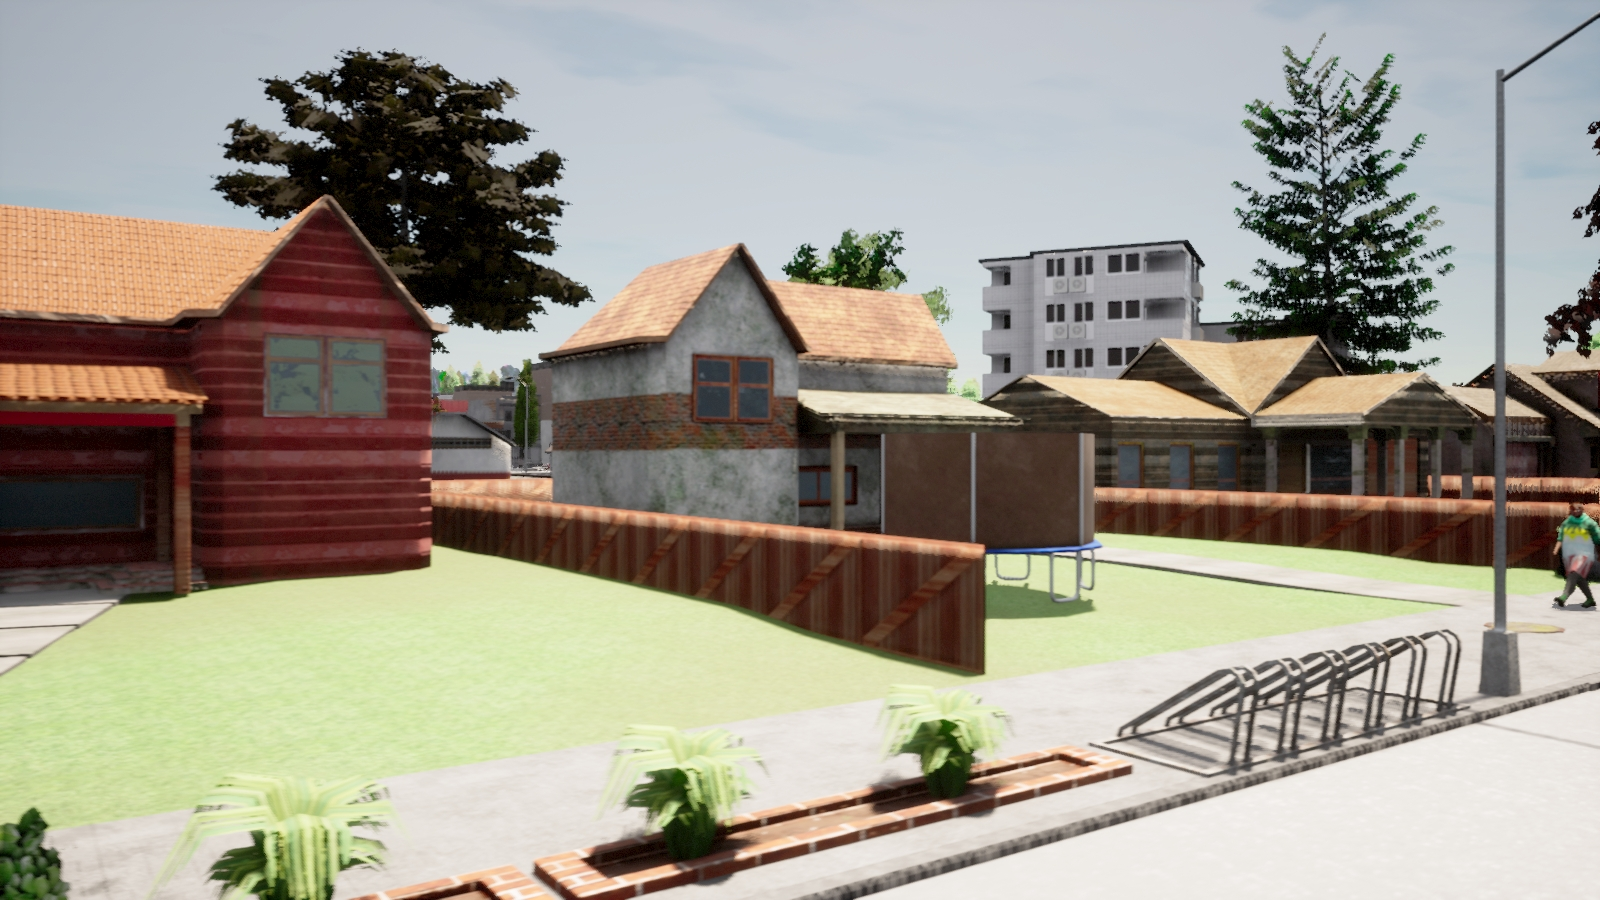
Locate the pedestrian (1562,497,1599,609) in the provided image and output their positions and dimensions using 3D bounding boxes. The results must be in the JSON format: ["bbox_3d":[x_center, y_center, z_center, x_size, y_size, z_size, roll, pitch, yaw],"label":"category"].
[{"bbox_3d":[13.276,1.738,19.439,0.375,1.860,0.375,0,0,-25],"label":"pedestrian"}]
